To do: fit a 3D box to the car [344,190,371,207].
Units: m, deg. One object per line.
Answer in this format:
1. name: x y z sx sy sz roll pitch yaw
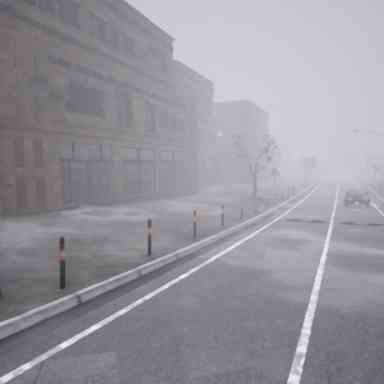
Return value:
1. car: 14.081 0.461 28.470 1.895 1.301 4.718 1 4 24
